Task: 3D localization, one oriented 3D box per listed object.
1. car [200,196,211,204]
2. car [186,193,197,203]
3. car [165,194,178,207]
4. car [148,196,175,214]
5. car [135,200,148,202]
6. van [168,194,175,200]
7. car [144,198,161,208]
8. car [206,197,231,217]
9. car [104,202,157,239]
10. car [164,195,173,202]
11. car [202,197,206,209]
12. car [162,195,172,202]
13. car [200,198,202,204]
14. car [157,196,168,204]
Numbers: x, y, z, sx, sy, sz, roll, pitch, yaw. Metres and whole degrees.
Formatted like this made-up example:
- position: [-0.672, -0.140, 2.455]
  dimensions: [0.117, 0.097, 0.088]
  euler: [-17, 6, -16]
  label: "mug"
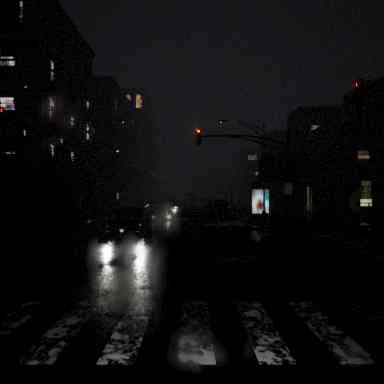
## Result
- position: [2.566, 1.591, 66.012]
  dimensions: [2.008, 1.369, 4.403]
  euler: [-1, 0, 0]
  label: "car"
- position: [-0.037, 1.269, 70.640]
  dimensions: [2.150, 2.045, 5.566]
  euler: [0, 0, 0]
  label: "car"
- position: [-3.177, 1.515, 52.547]
  dimensions: [2.128, 1.511, 4.902]
  euler: [0, 0, 0]
  label: "car"
- position: [-3.163, 1.486, 35.263]
  dimensions: [1.882, 1.535, 5.008]
  euler: [0, 0, 0]
  label: "car"
- position: [-5.763, 1.561, 37.501]
  dimensions: [2.008, 1.369, 4.403]
  euler: [0, 0, 0]
  label: "car"
- position: [-5.868, 1.430, 94.468]
  dimensions: [1.690, 1.788, 3.998]
  euler: [-1, 0, 0]
  label: "van"
- position: [-5.784, 1.571, 48.895]
  dimensions: [2.008, 1.369, 4.403]
  euler: [0, 0, 0]
  label: "car"
- position: [2.627, 1.446, 31.832]
  dimensions: [1.967, 1.590, 4.097]
  euler: [0, 0, 0]
  label: "car"
- position: [-3.129, 1.476, 17.210]
  dimensions: [1.837, 1.490, 4.892]
  euler: [0, 0, 0]
  label: "car"
- position: [-5.846, 1.592, 82.904]
  dimensions: [1.752, 1.417, 4.829]
  euler: [-1, 0, 0]
  label: "car"
- position: [2.607, 1.597, 43.225]
  dimensions: [1.802, 1.307, 4.206]
  euler: [0, 0, 0]
  label: "car"
- position: [-5.837, 1.497, 77.377]
  dimensions: [1.967, 1.590, 4.097]
  euler: [0, 0, 0]
  label: "car"
- position: [2.597, 1.571, 48.923]
  dimensions: [2.008, 1.369, 4.403]
  euler: [0, 0, 0]
  label: "car"
- position: [-5.814, 1.565, 65.815]
  dimensions: [1.752, 1.417, 4.829]
  euler: [0, 0, 0]
  label: "car"
